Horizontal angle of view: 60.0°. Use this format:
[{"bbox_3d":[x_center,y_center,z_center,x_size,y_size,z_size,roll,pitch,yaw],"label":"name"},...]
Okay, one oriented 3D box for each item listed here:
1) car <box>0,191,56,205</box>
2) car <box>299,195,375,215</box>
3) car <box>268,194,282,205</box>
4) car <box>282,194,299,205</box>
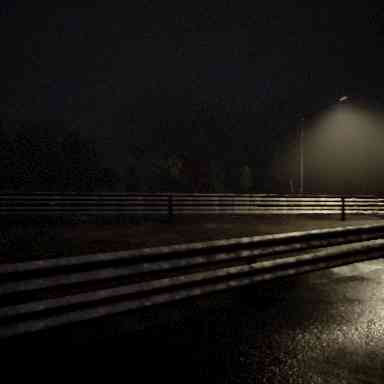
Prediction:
[{"bbox_3d":[-12.181,0.695,23.688,4.674,1.442,1.812,1,0,-13],"label":"car"},{"bbox_3d":[11.351,1.003,25.558,5.357,1.411,2.033,1,0,-13],"label":"car"},{"bbox_3d":[9.833,0.933,32.384,4.892,1.490,1.837,1,0,-13],"label":"car"},{"bbox_3d":[10.610,0.970,28.972,4.674,1.442,1.812,1,0,-13],"label":"car"}]
